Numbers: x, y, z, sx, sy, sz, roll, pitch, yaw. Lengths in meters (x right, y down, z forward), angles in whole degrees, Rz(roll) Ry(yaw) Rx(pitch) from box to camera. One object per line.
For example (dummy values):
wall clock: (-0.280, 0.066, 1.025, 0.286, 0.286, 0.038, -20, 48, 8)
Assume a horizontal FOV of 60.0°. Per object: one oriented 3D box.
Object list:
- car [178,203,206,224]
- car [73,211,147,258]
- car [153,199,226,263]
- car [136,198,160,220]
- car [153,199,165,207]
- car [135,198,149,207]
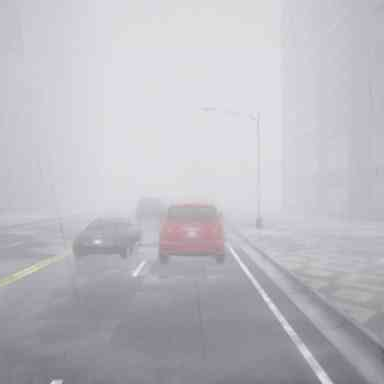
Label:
car: (0.023, 1.784, 28.506, 2.128, 1.511, 4.902, 0, 0, 0)
car: (-3.228, 1.703, 13.460, 1.994, 1.385, 4.181, 0, 0, 1)
car: (0.013, 1.354, 12.586, 2.150, 2.045, 5.566, 0, 0, 0)
car: (-3.236, 1.506, 27.564, 2.150, 2.045, 5.566, 0, 0, 0)
car: (-6.506, 2.188, 65.694, 1.882, 1.535, 5.008, 0, -1, 0)
car: (-9.755, 2.064, 65.679, 2.097, 1.767, 4.553, 0, -1, 0)
